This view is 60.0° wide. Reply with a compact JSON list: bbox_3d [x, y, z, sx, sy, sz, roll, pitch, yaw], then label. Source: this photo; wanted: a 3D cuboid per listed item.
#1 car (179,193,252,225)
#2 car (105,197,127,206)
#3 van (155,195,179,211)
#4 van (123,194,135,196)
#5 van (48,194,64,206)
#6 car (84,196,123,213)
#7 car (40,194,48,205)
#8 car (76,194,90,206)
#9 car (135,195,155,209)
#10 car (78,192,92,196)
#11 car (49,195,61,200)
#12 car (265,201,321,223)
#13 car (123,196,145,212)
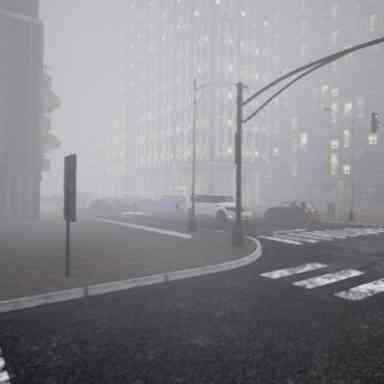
[{"bbox_3d":[1.700,1.091,23.312,2.150,2.045,5.566,1,-1,-35],"label":"car"},{"bbox_3d":[-12.140,1.476,52.799,1.947,1.339,4.313,1,-1,-35],"label":"car"},{"bbox_3d":[-2.326,1.271,38.984,1.690,1.788,3.998,1,-1,-35],"label":"van"},{"bbox_3d":[-8.866,1.258,48.196,1.690,1.788,3.998,1,-1,-35],"label":"van"},{"bbox_3d":[-18.969,1.133,47.950,1.690,1.788,3.998,1,-1,-35],"label":"van"},{"bbox_3d":[-9.162,1.362,34.132,2.008,1.369,4.403,1,-1,-35],"label":"car"},{"bbox_3d":[-22.242,1.368,52.554,1.802,1.307,4.206,1,-1,-35],"label":"car"},{"bbox_3d":[-17.840,1.441,50.998,2.033,1.411,5.357,1,-1,-35],"label":"car"},{"bbox_3d":[-5.599,1.474,43.588,2.008,1.369,4.403,1,-1,-35],"label":"car"},{"bbox_3d":[-18.783,1.086,57.519,2.150,2.045,5.566,1,-1,-35],"label":"car"},{"bbox_3d":[-35.030,1.461,85.040,1.802,1.307,4.206,1,-1,-35],"label":"car"},{"bbox_3d":[7.483,1.394,25.166,1.967,1.590,4.097,1,-1,-35],"label":"car"},{"bbox_3d":[-7.228,1.411,35.887,1.994,1.385,4.181,1,0,-35],"label":"car"}]
